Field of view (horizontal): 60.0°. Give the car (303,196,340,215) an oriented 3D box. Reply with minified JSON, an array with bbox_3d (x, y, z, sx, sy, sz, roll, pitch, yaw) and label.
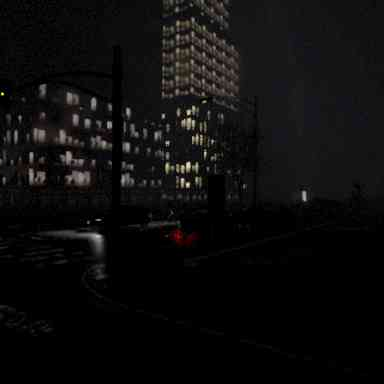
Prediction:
[{"bbox_3d":[14.864,1.569,38.026,2.192,1.841,5.009,1,0,36],"label":"car"}]

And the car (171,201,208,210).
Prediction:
[{"bbox_3d":[1.061,1.611,23.837,2.128,1.511,4.902,1,0,36],"label":"car"}]

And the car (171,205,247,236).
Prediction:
[{"bbox_3d":[1.115,1.696,19.342,2.008,1.369,4.403,1,0,36],"label":"car"}]

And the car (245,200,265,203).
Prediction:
[{"bbox_3d":[6.863,1.628,37.058,2.128,1.511,4.902,1,0,37],"label":"car"}]

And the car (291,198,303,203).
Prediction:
[{"bbox_3d":[17.846,1.726,56.310,1.752,1.417,4.829,1,0,36],"label":"car"}]

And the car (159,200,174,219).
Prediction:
[{"bbox_3d":[-1.945,1.481,29.735,1.967,1.590,4.097,1,0,36],"label":"car"}]

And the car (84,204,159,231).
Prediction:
[{"bbox_3d":[-4.643,1.550,21.503,1.837,1.490,4.892,1,0,36],"label":"car"}]

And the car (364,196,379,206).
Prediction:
[{"bbox_3d":[34.684,1.939,65.000,1.752,1.417,4.829,1,0,36],"label":"car"}]

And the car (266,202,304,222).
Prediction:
[{"bbox_3d":[7.628,1.779,28.159,1.802,1.307,4.206,1,0,36],"label":"car"}]

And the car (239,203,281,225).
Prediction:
[{"bbox_3d":[4.372,1.737,23.751,1.947,1.339,4.313,1,0,36],"label":"car"}]

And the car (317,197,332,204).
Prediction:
[{"bbox_3d":[27.842,1.848,69.841,1.947,1.339,4.313,1,0,36],"label":"car"}]

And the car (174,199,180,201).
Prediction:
[{"bbox_3d":[0.933,1.581,29.045,2.128,1.511,4.902,1,0,37],"label":"car"}]

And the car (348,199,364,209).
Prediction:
[{"bbox_3d":[24.689,1.772,51.469,1.967,1.590,4.097,1,0,36],"label":"car"}]

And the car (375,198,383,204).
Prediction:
[{"bbox_3d":[44.477,2.045,78.258,2.008,1.369,4.403,1,0,36],"label":"car"}]

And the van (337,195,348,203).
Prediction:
[{"bbox_3d":[37.738,1.705,83.236,1.690,1.788,3.998,1,0,36],"label":"van"}]

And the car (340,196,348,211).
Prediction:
[{"bbox_3d":[18.135,1.720,42.511,1.967,1.590,4.097,1,0,36],"label":"car"}]

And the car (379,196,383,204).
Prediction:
[{"bbox_3d":[41.182,1.782,73.793,2.192,1.841,5.009,1,0,36],"label":"car"}]
